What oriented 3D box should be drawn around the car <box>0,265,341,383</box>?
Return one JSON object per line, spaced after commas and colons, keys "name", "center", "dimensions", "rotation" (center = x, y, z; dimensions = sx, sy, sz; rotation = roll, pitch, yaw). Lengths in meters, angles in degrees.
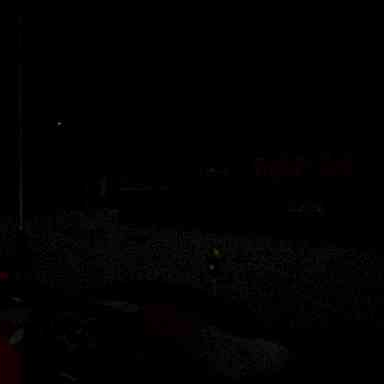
{"name": "car", "center": [-0.699, 1.580, 3.325], "dimensions": [4.206, 1.307, 1.802], "rotation": [0, -1, 36]}
